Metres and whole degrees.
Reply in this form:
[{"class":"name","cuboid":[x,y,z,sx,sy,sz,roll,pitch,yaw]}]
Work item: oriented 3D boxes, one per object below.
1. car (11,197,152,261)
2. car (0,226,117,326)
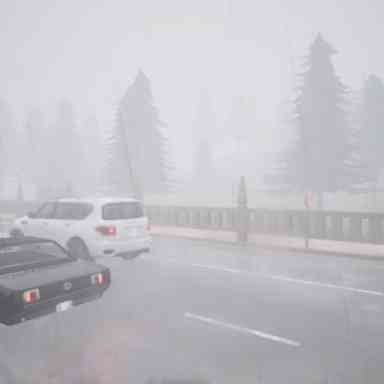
[{"class":"car","cuboid":[-3.847,1.198,11.046,5.566,2.045,2.150,0,0,36]},{"class":"car","cuboid":[-3.899,1.583,6.776,4.718,1.301,1.895,0,0,36]}]
